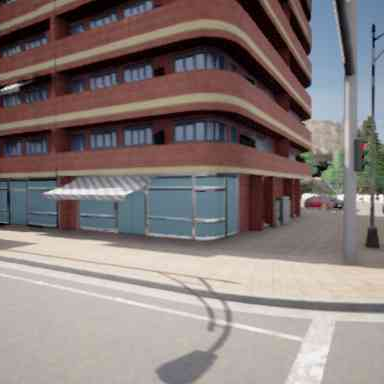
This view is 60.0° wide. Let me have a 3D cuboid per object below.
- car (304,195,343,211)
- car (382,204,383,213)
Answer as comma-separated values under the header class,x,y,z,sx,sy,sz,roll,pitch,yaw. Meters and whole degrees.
class,x,y,z,sx,sy,sz,roll,pitch,yaw
car,12.547,0.983,31.593,1.994,1.385,4.181,0,1,-19
car,14.253,1.099,21.510,1.812,1.442,4.674,0,1,-2
